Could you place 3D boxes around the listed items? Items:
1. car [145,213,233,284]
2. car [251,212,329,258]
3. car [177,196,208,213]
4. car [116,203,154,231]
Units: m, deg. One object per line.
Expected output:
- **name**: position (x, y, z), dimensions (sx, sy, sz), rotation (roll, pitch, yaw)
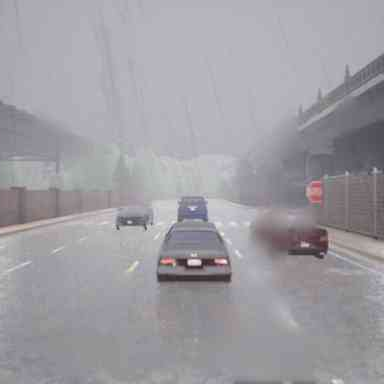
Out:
- **car**: position (0.038, 1.574, 9.692), dimensions (2.033, 1.411, 5.357), rotation (0, 0, 0)
- **car**: position (3.556, 1.515, 12.959), dimensions (1.882, 1.535, 5.008), rotation (0, 0, 0)
- **car**: position (0.046, 1.296, 25.775), dimensions (2.150, 2.045, 5.566), rotation (0, 0, 0)
- **car**: position (-3.572, 1.459, 21.485), dimensions (1.882, 1.535, 5.008), rotation (0, 0, 0)
